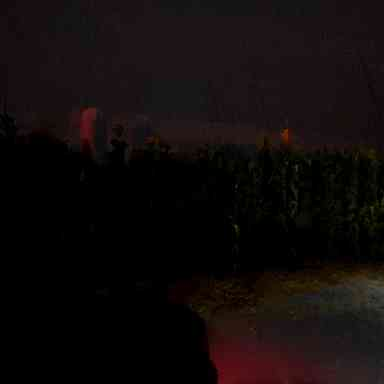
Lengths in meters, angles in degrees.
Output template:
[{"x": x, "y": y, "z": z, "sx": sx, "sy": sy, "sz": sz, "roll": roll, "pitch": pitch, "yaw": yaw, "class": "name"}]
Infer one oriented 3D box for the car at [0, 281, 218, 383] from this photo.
[{"x": -2.157, "y": 1.477, "z": 2.113, "sx": 5.008, "sy": 1.535, "sz": 1.882, "roll": 0, "pitch": 0, "yaw": -32, "class": "car"}]
